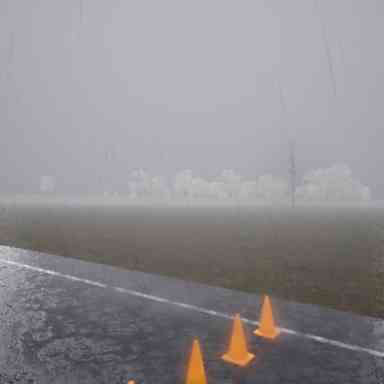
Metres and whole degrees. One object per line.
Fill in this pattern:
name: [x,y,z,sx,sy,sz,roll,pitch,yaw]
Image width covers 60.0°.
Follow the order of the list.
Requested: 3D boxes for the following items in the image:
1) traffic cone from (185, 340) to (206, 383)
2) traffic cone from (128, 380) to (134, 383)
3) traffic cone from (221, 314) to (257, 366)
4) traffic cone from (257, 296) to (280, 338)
traffic cone: [0.043,1.968,3.742,0.340,0.580,0.340,0,0,36]
traffic cone: [-0.539,1.965,2.929,0.340,0.580,0.340,0,0,36]
traffic cone: [0.624,1.972,4.556,0.340,0.580,0.340,0,0,36]
traffic cone: [1.206,1.975,5.369,0.340,0.580,0.340,0,0,36]
